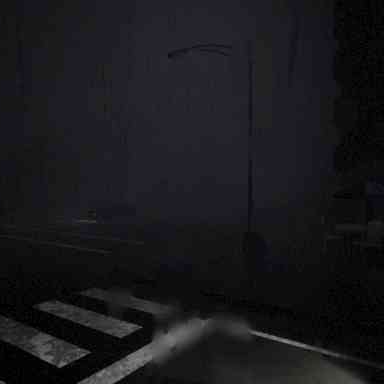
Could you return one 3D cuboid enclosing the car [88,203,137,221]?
[{"bbox_3d":[-6.723,1.619,28.453,1.994,1.385,4.181,0,0,36],"label":"car"}]
